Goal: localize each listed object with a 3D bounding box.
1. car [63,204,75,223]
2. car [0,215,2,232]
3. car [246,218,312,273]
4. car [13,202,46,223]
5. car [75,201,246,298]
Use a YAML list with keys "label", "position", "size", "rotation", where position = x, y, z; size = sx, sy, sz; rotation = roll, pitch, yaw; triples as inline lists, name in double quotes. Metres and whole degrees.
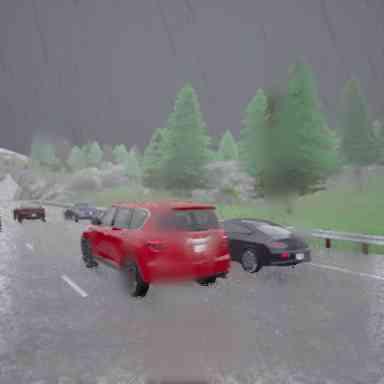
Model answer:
- label: "car"
  position: [-8.916, 1.658, 26.835]
  size: [2.033, 1.411, 5.357]
  rotation: [0, 0, -34]
- label: "car"
  position: [-12.697, 1.429, 19.883]
  size: [2.097, 1.767, 4.553]
  rotation: [0, 0, -33]
- label: "car"
  position: [1.657, 1.575, 10.903]
  size: [1.812, 1.442, 4.674]
  rotation: [0, 0, -33]
- label: "car"
  position: [-13.272, 1.586, 27.060]
  size: [1.882, 1.535, 5.008]
  rotation: [0, 0, -34]
- label: "car"
  position: [-1.292, 1.260, 9.047]
  size: [2.150, 2.045, 5.566]
  rotation: [0, 0, -33]
